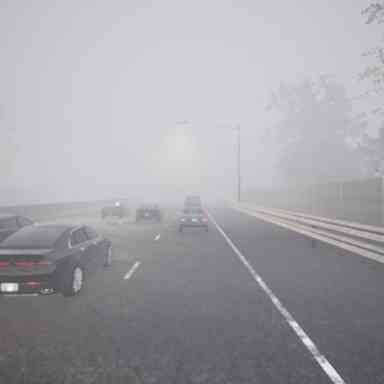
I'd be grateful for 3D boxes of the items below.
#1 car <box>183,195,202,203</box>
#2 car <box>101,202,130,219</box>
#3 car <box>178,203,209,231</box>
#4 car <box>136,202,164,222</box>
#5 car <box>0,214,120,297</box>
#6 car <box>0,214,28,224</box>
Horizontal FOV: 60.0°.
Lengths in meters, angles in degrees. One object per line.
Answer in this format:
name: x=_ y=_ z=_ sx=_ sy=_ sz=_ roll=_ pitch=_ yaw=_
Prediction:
car: x=0.100 y=1.416 z=41.707 sx=2.150 sy=2.045 sz=5.566 roll=0 pitch=0 yaw=0
car: x=-6.899 y=1.630 z=30.445 sx=2.128 sy=1.511 sz=4.902 roll=0 pitch=0 yaw=0
car: x=0.100 y=1.642 z=21.229 sx=2.033 sy=1.411 sz=5.357 roll=0 pitch=0 yaw=0
car: x=-3.398 y=1.602 z=27.446 sx=1.882 sy=1.535 sz=5.008 roll=0 pitch=0 yaw=0
car: x=-3.399 y=1.543 z=8.641 sx=1.837 sy=1.490 sz=4.892 roll=0 pitch=0 yaw=0
car: x=-6.898 y=1.531 z=12.095 sx=1.882 sy=1.535 sz=5.008 roll=0 pitch=0 yaw=0
